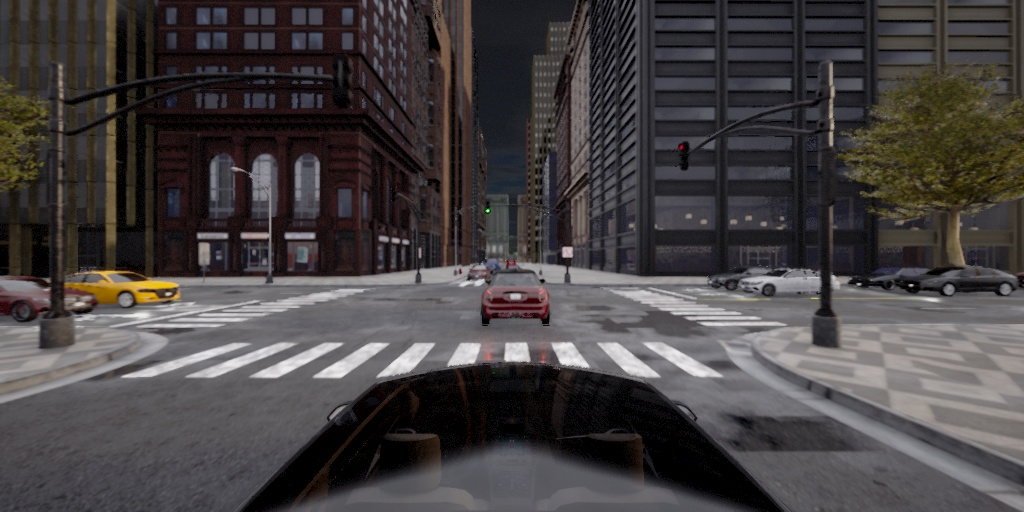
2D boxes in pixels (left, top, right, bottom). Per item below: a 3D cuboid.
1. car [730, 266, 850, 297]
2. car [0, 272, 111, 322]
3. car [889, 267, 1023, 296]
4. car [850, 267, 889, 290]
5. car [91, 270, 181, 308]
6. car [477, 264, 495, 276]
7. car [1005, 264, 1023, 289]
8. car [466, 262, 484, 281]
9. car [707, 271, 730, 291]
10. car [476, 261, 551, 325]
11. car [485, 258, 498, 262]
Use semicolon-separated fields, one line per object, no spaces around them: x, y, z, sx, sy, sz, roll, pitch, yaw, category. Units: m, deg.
14.653;1.357;19.102;4.674;1.442;1.812;0;0;1;car
-17.268;1.419;12.320;4.674;1.442;1.812;0;0;-2;car
23.676;1.317;19.114;4.892;1.490;1.837;0;0;0;car
24.277;1.366;22.370;5.357;1.411;2.033;0;0;0;car
-17.345;1.379;15.566;5.008;1.535;1.882;0;0;1;car
-3.087;1.677;43.300;1.895;1.301;4.718;0;0;0;car
34.579;1.275;22.382;5.008;1.535;1.882;0;0;0;car
-3.074;1.526;33.945;1.812;1.442;4.674;0;0;0;car
14.687;1.365;22.345;4.674;1.442;1.812;0;0;0;car
0.115;1.202;12.498;2.097;1.767;4.553;0;0;0;car
-3.051;1.381;53.148;2.150;2.045;5.566;0;0;0;car
